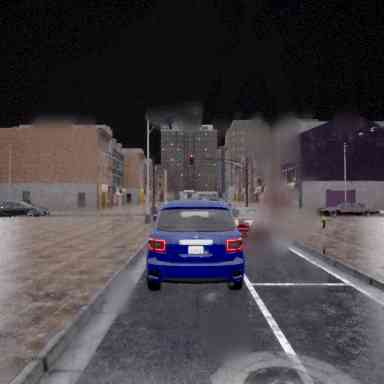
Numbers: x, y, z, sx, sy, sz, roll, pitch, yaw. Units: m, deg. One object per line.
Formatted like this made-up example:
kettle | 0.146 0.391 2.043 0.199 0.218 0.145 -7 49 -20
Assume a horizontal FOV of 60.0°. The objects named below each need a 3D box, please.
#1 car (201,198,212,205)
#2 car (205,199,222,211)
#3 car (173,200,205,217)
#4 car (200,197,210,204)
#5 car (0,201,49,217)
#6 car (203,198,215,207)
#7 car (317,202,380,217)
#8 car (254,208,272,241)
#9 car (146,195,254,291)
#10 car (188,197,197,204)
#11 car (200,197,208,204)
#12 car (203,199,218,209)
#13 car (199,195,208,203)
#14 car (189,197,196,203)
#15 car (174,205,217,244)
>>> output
car | 2.741 1.846 65.303 1.947 1.339 4.313 1 -1 0
car | 2.713 1.683 43.554 1.947 1.339 4.313 1 0 0
car | -0.223 1.635 34.619 1.812 1.442 4.674 1 1 19
car | 2.749 1.857 70.910 1.752 1.417 4.829 1 -1 0
car | -14.984 1.549 28.901 4.892 1.490 1.837 0 -2 0
car | 2.728 1.716 54.598 1.752 1.417 4.829 1 0 0
car | 14.755 1.621 31.585 5.357 1.411 2.033 0 -2 3
car | 2.682 1.462 16.807 1.967 1.590 4.097 2 0 0
car | 0.052 1.230 9.202 2.150 2.045 5.566 0 0 -1
car | 0.101 1.889 74.231 2.128 1.511 4.902 0 -1 0
car | 2.757 1.910 76.348 1.752 1.417 4.829 1 -1 0
car | 2.720 1.717 48.991 1.947 1.339 4.313 1 0 0
car | 2.768 1.755 81.618 2.192 1.841 5.009 1 -1 0
car | 0.113 1.969 84.379 1.837 1.490 4.892 0 -1 0
car | 0.118 1.499 16.994 1.882 1.535 5.008 0 0 -1
